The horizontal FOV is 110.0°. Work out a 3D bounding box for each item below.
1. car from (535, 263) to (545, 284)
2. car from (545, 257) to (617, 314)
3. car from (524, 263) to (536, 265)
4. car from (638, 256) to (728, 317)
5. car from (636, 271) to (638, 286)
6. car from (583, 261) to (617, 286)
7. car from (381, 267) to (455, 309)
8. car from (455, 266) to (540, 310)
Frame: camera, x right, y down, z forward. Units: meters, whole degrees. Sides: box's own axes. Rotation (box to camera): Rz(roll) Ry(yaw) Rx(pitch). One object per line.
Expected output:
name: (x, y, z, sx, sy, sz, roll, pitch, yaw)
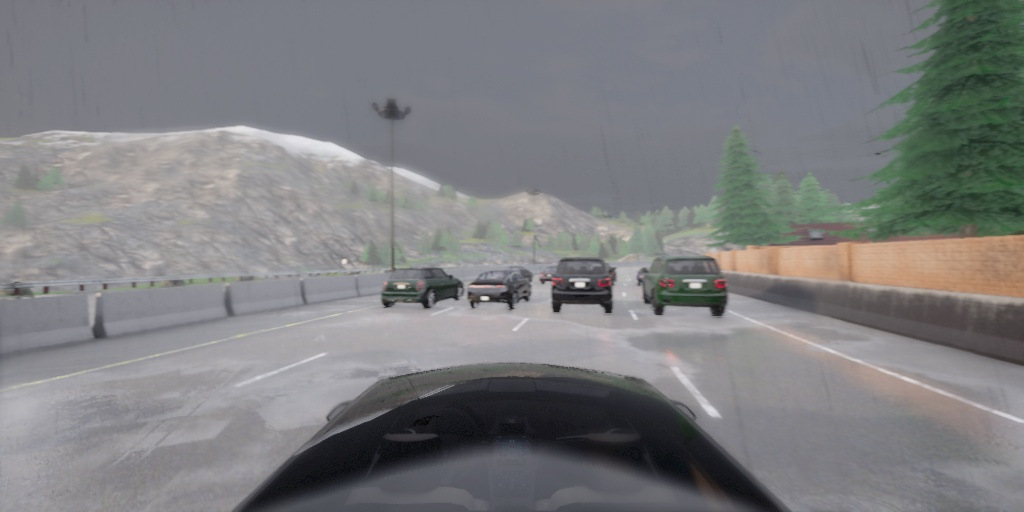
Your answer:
car: (3.606, 1.507, 28.902, 2.033, 1.411, 5.357, -1, -1, 20)
car: (2.912, 1.055, 14.501, 2.150, 2.045, 5.566, -1, 0, 14)
car: (0.395, 1.563, 30.304, 1.994, 1.385, 4.181, -1, -1, 20)
car: (6.308, 1.020, 13.654, 2.150, 2.045, 5.566, -1, 0, 14)
car: (10.249, 1.487, 26.684, 1.895, 1.301, 4.718, -1, 0, 20)
car: (6.940, 1.273, 27.825, 2.097, 1.767, 4.553, -1, -1, 20)
car: (-3.854, 1.259, 16.269, 2.097, 1.767, 4.553, -1, -1, 14)
car: (-0.400, 1.368, 15.629, 2.128, 1.511, 4.902, -1, 0, 15)
